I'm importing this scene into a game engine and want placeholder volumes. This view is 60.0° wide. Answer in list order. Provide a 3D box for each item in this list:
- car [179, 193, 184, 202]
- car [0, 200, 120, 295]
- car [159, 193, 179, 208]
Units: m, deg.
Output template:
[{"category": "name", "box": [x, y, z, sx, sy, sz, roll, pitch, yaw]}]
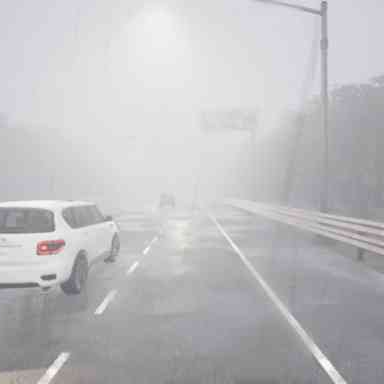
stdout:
[{"category": "car", "box": [-3.387, 1.514, 76.692, 1.994, 1.385, 4.181, 0, 0, 0]}, {"category": "car", "box": [-3.502, 1.221, 8.862, 2.150, 2.045, 5.566, 0, 0, 0]}, {"category": "car", "box": [-3.442, 1.199, 47.555, 2.150, 2.045, 5.566, 0, 0, 0]}]
